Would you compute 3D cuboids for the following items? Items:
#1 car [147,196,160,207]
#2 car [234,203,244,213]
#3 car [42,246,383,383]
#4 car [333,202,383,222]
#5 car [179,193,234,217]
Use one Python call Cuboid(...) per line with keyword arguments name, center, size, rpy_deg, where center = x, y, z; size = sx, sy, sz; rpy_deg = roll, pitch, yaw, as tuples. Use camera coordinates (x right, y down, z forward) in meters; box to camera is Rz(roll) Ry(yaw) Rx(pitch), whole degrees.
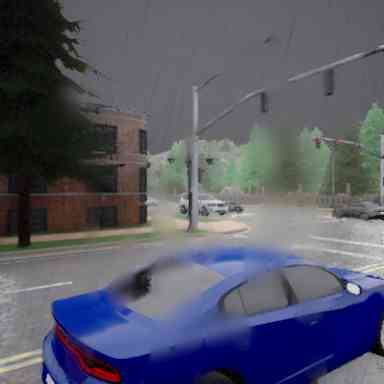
Cuboid(name="car", center=(-6.263, 1.352, 47.119), size=(1.812, 1.442, 4.674), rpy_deg=(0, 0, -34))
Cuboid(name="car", center=(3.190, 1.405, 33.079), size=(1.994, 1.385, 4.181), rpy_deg=(0, 0, -34))
Cuboid(name="car", center=(0.820, 1.455, 4.289), size=(5.008, 1.535, 1.882), rpy_deg=(0, 0, -35))
Cuboid(name="car", center=(12.567, 1.398, 24.901), size=(1.994, 1.385, 4.181), rpy_deg=(0, 0, -17))
Cuboid(name="car", center=(0.923, 1.085, 30.200), size=(2.150, 2.045, 5.566), rpy_deg=(0, 0, -34))
